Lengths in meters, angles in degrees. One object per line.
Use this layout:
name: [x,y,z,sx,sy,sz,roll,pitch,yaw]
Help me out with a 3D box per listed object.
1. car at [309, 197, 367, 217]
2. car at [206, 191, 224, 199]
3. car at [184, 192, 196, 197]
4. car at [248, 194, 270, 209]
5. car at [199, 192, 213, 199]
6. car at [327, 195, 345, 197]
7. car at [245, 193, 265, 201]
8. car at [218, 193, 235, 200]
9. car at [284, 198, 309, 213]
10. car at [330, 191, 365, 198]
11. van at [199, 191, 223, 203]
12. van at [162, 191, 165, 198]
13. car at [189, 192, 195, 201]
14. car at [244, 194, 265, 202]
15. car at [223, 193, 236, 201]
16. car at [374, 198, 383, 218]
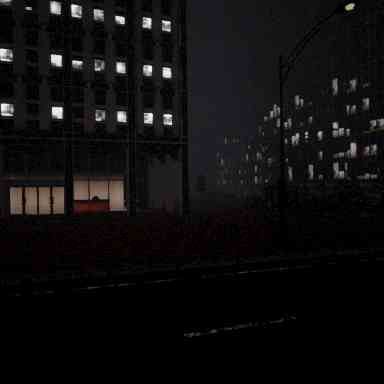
car: [12.769,1.434,29.325,1.947,1.339,4.313,0,1,-20]
car: [5.194,0.634,74.955,2.192,1.841,5.009,0,1,-20]
car: [-0.644,0.711,90.977,2.008,1.369,4.403,0,1,-20]
car: [8.948,1.332,40.033,1.947,1.339,4.313,0,1,-20]
car: [3.248,0.706,80.296,1.967,1.590,4.097,0,1,-20]
car: [13.322,1.321,35.739,2.033,1.411,5.357,-1,1,-20]
car: [9.795,1.228,45.430,2.033,1.411,5.357,-1,1,-20]
car: [7.141,0.954,69.618,1.802,1.307,4.206,0,1,-20]
car: [10.839,1.399,34.674,1.802,1.307,4.206,0,1,-20]
car: [16.399,0.946,36.613,2.150,2.045,5.566,-1,1,-20]
van: [3.160,0.952,56.067,1.690,1.788,3.998,0,1,-20]
van: [-6.572,0.688,82.767,1.690,1.788,3.998,0,1,-20]
car: [-0.733,1.056,66.749,2.008,1.369,4.403,0,1,-20]
car: [11.034,1.060,58.938,1.802,1.307,4.206,0,1,-20]
car: [6.754,0.995,63.099,1.812,1.442,4.674,-1,1,-20]
car: [16.851,1.216,26.095,2.097,1.767,4.553,-1,1,-21]
